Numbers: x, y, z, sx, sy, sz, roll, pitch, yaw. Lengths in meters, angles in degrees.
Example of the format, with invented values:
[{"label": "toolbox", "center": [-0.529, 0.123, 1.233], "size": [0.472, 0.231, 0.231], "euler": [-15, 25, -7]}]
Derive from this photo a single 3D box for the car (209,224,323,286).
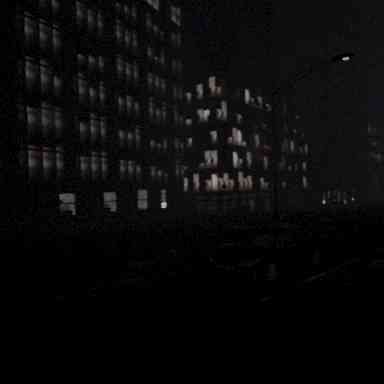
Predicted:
[{"label": "car", "center": [2.302, 1.645, 9.691], "size": [2.008, 1.369, 4.403], "euler": [-3, -2, 44]}]
